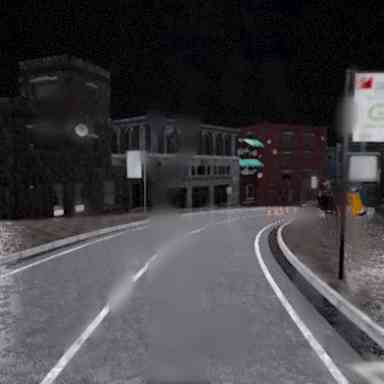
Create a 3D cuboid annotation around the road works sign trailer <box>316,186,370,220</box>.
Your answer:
[{"bbox_3d":[12.081,1.078,27.829,2.880,2.380,3.560,-32,17,-22],"label":"road works sign trailer"}]

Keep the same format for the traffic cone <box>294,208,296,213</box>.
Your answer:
[{"bbox_3d":[12.333,2.235,39.689,0.340,0.580,0.340,4,1,33],"label":"traffic cone"}]

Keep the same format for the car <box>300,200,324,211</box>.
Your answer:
[{"bbox_3d":[17.282,1.859,47.221,4.902,1.511,2.128,2,2,-37],"label":"car"}]

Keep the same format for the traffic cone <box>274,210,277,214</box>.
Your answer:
[{"bbox_3d":[9.305,2.132,36.902,0.340,0.580,0.340,3,1,33],"label":"traffic cone"}]
